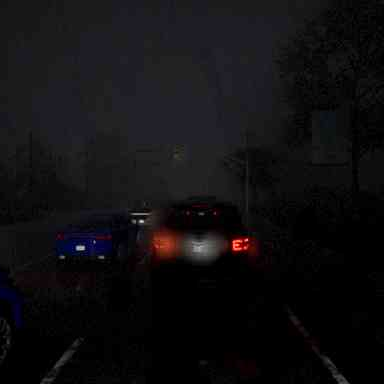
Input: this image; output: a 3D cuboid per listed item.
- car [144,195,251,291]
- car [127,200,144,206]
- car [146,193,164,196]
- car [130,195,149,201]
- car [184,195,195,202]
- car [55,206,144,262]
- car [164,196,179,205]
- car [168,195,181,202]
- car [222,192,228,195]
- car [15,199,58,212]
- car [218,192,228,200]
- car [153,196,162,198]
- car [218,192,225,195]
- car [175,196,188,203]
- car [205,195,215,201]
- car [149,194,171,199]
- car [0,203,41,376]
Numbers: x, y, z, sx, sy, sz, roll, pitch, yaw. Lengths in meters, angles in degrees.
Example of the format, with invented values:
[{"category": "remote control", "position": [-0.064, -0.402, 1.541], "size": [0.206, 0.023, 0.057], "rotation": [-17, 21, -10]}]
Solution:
[{"category": "car", "position": [0.252, 1.221, 9.193], "size": [2.150, 2.045, 5.566], "rotation": [0, 0, 1]}, {"category": "car", "position": [-2.810, 1.491, 21.622], "size": [2.128, 1.511, 4.902], "rotation": [0, 0, 2]}, {"category": "car", "position": [-7.001, 1.221, 57.779], "size": [2.150, 2.045, 5.566], "rotation": [0, 0, 7]}, {"category": "car", "position": [-8.026, 1.564, 48.479], "size": [1.994, 1.385, 4.181], "rotation": [0, 0, 6]}, {"category": "car", "position": [-0.550, 1.478, 78.121], "size": [1.882, 1.535, 5.008], "rotation": [0, 0, 9]}, {"category": "car", "position": [-3.171, 1.478, 12.130], "size": [1.882, 1.535, 5.008], "rotation": [0, 0, 2]}, {"category": "car", "position": [-3.460, 1.526, 57.872], "size": [1.812, 1.442, 4.674], "rotation": [0, 0, 7]}, {"category": "car", "position": [-4.066, 1.525, 78.304], "size": [2.128, 1.511, 4.902], "rotation": [0, 0, 9]}, {"category": "car", "position": [6.596, 1.350, 78.424], "size": [2.097, 1.767, 4.553], "rotation": [0, 0, 10]}, {"category": "car", "position": [-18.106, 1.547, 37.617], "size": [5.357, 1.411, 2.033], "rotation": [0, 0, 6]}, {"category": "car", "position": [8.382, 1.093, 88.590], "size": [2.150, 2.045, 5.566], "rotation": [0, 0, 11]}, {"category": "car", "position": [-2.202, 1.526, 40.836], "size": [1.812, 1.442, 4.674], "rotation": [2, 1, 40]}, {"category": "car", "position": [0.593, 1.221, 19.525], "size": [2.150, 2.045, 5.566], "rotation": [0, 0, 2]}, {"category": "car", "position": [-2.111, 1.564, 67.862], "size": [1.994, 1.385, 4.181], "rotation": [0, 0, 9]}, {"category": "car", "position": [4.870, 1.540, 88.838], "size": [2.033, 1.411, 5.357], "rotation": [0, 0, 11]}, {"category": "car", "position": [-4.495, 1.477, 48.612], "size": [1.882, 1.535, 5.008], "rotation": [0, 0, 6]}, {"category": "car", "position": [-3.363, 1.221, 2.145], "size": [2.150, 2.045, 5.566], "rotation": [0, 0, 0]}]
